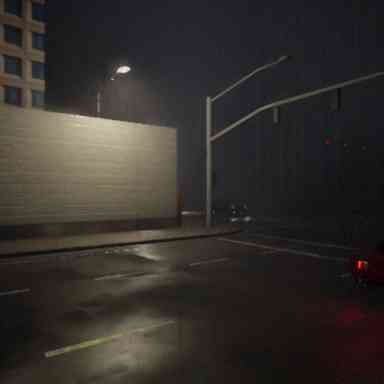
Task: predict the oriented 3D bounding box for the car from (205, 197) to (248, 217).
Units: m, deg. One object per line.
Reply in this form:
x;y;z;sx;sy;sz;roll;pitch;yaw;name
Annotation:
3.281;1.412;32.208;2.097;1.767;4.553;0;0;-36;car

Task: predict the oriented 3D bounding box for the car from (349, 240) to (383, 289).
5.846;1.603;7.929;4.718;1.301;1.895;0;0;-35;car

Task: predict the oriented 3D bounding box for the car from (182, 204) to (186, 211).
-2.479;1.624;40.274;1.994;1.385;4.181;0;0;-35;car
